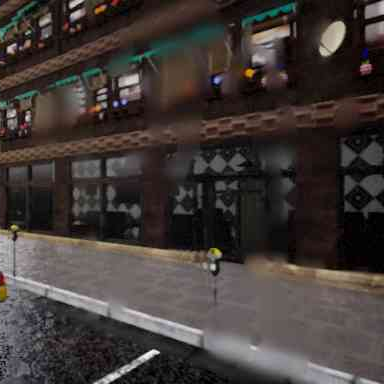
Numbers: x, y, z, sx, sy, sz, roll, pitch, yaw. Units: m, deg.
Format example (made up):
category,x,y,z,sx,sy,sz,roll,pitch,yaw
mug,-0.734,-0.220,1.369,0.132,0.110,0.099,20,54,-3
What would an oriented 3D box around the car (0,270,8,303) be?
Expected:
category,x,y,z,sx,sy,sz,roll,pitch,yaw
car,-5.533,1.508,6.674,4.829,1.417,1.752,0,0,35
